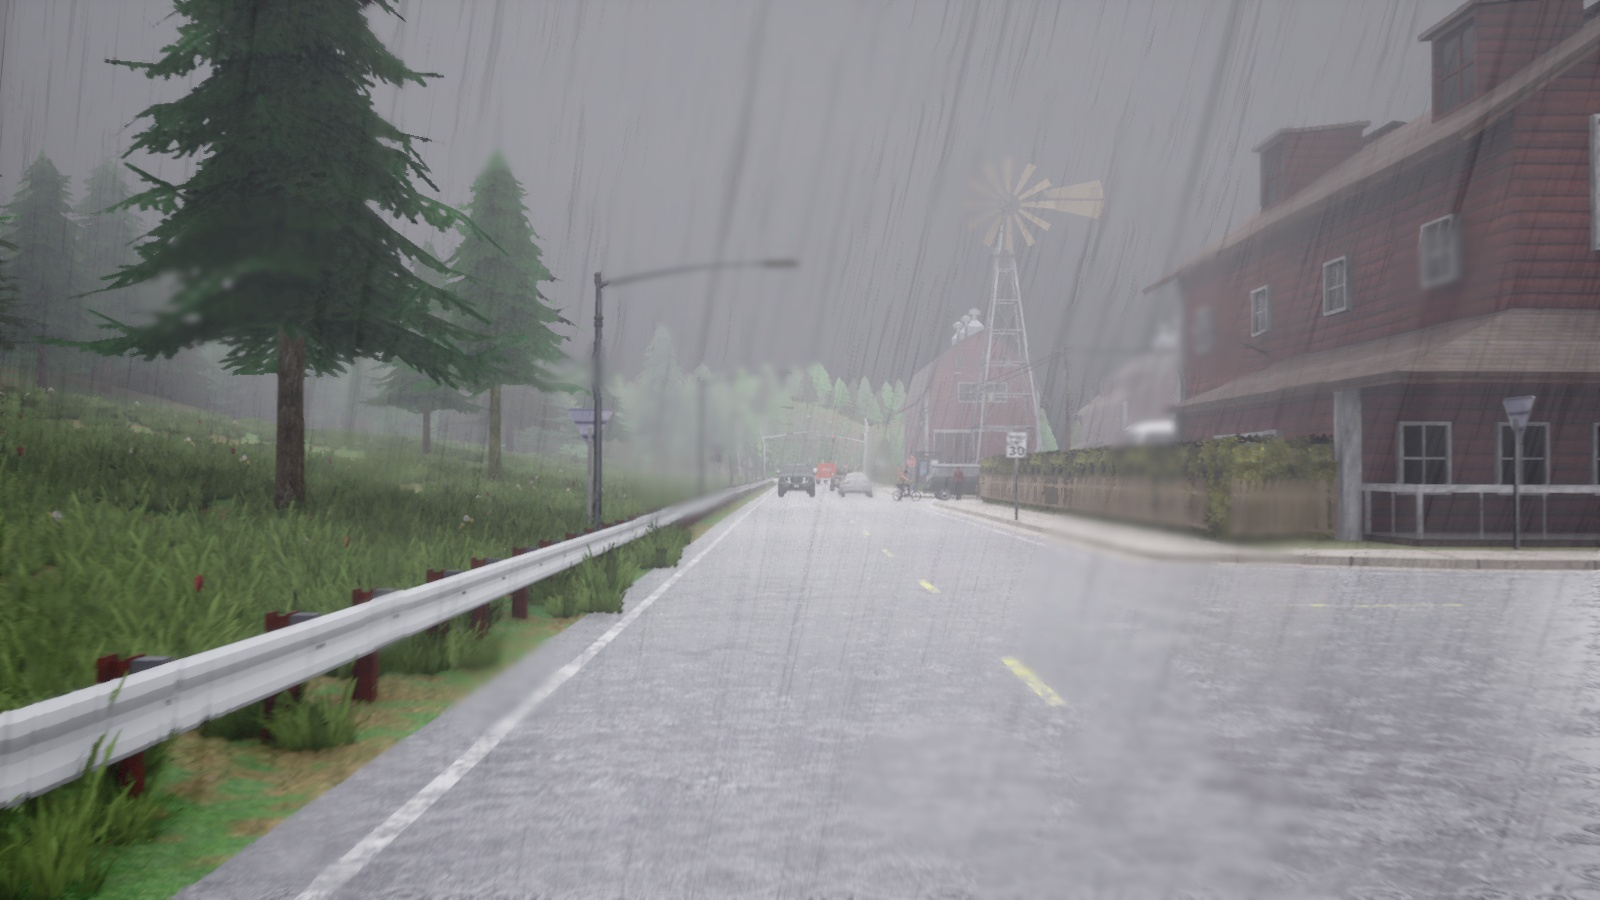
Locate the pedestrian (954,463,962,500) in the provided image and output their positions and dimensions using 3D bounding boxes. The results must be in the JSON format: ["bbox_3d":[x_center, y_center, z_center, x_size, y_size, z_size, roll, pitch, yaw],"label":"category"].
[{"bbox_3d":[8.099,1.616,64.298,0.331,1.846,0.636,0,-1,4],"label":"pedestrian"}]

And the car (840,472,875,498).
[{"bbox_3d":[3.324,2.020,73.178,1.812,1.442,4.674,0,-1,0],"label":"car"}]

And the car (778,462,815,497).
[{"bbox_3d":[-0.183,1.772,75.897,2.150,2.045,5.566,0,-1,0],"label":"car"}]

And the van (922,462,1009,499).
[{"bbox_3d":[8.928,1.640,67.865,4.442,1.987,1.775,0,-1,-2],"label":"van"}]

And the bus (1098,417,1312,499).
[{"bbox_3d":[21.780,0.460,68.045,10.273,4.253,3.944,0,-1,0],"label":"bus"}]

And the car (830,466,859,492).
[{"bbox_3d":[3.276,2.131,92.801,1.932,1.855,4.605,0,-1,0],"label":"car"}]
